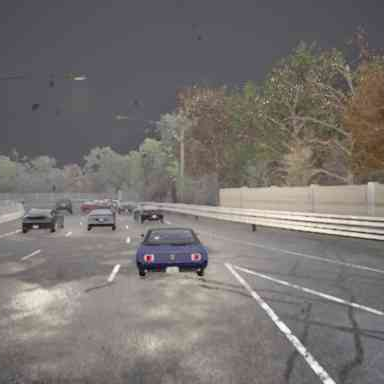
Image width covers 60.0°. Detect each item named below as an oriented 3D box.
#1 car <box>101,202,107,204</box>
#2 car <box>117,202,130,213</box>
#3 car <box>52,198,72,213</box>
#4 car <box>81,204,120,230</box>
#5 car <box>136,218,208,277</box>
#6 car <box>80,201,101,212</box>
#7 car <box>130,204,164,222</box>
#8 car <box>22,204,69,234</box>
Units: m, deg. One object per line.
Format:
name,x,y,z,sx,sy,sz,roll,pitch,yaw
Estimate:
car,-15.109,2.301,55.069,1.895,1.301,4.718,0,-1,-29
car,-8.747,2.039,42.171,1.837,1.490,4.892,0,-1,-22
car,-17.288,1.790,44.343,2.150,2.045,5.566,0,-1,-25
car,-6.329,1.847,23.481,2.033,1.411,5.357,0,-1,-13
car,-0.705,1.737,10.754,1.895,1.301,4.718,0,-1,-5
car,-14.371,2.067,46.267,1.882,1.535,5.008,0,-1,-25
car,-3.845,1.841,28.828,1.882,1.535,5.008,0,-1,-19
car,-9.554,1.784,21.628,1.837,1.490,4.892,0,-1,-12
